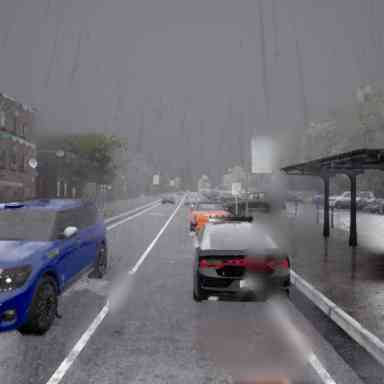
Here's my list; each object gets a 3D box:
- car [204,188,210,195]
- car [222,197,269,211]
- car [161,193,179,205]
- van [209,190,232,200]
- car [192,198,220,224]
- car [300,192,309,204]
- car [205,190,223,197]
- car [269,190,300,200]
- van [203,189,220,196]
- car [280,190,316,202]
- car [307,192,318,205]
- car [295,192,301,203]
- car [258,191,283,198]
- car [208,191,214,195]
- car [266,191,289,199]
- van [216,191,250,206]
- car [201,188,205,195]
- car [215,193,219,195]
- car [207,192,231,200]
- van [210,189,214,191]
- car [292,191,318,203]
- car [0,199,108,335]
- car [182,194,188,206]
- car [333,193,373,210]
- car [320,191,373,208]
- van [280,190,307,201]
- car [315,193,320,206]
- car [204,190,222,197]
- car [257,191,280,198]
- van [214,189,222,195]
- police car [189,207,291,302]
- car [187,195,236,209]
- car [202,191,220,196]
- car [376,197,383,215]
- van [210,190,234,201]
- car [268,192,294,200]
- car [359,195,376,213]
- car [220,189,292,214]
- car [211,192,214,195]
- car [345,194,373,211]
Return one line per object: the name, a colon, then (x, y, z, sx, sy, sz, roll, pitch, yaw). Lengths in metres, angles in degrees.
car: (5.544, 0.678, 60.889, 5.566, 2.045, 2.435, 0, 1, 0)
car: (5.660, 1.271, 35.658, 4.674, 1.452, 2.002, 0, 1, 0)
car: (-3.444, 1.133, 48.919, 2.033, 1.411, 5.357, 0, 1, 0)
van: (5.670, 0.609, 66.497, 4.442, 1.987, 1.878, 0, 1, 0)
car: (0.927, 1.302, 24.526, 1.801, 1.575, 5.366, 0, 1, 0)
car: (18.881, 1.114, 47.621, 5.366, 1.575, 1.946, 0, 1, 0)
car: (5.466, 0.425, 83.315, 4.553, 1.767, 2.185, 0, 1, 0)
car: (18.660, 0.575, 67.048, 5.566, 2.045, 2.435, 0, 1, 0)
van: (5.352, 0.183, 91.722, 4.442, 1.987, 1.878, 0, 1, 0)
car: (18.688, 0.715, 58.722, 5.566, 2.045, 2.435, 0, 1, 0)
car: (18.701, 1.147, 44.843, 5.008, 1.535, 2.097, 0, 1, 0)
car: (18.658, 1.117, 50.392, 4.792, 1.488, 2.163, 0, 1, 0)
car: (18.409, 0.636, 78.153, 5.366, 1.575, 1.946, 0, 1, 0)
car: (5.598, 1.018, 55.286, 4.892, 1.521, 2.231, 0, 1, 0)
car: (18.644, 0.607, 72.602, 4.553, 1.767, 2.185, 0, 1, 0)
van: (5.736, 0.898, 46.870, 4.442, 1.987, 1.878, 0, 1, 0)
car: (5.488, 0.394, 77.707, 5.566, 2.045, 2.435, 0, 1, 0)
car: (5.633, 1.181, 41.264, 5.008, 1.535, 2.097, 0, 1, 0)
car: (5.538, 0.788, 69.303, 4.892, 1.521, 2.231, 0, 1, 0)
van: (5.699, 0.750, 58.090, 4.442, 1.987, 1.878, 0, 1, 0)
car: (18.707, 1.078, 53.176, 4.792, 1.488, 2.163, 0, 1, 0)
car: (-3.364, 1.204, 7.016, 2.150, 2.045, 5.566, 0, 0, 0)
car: (-0.057, 1.213, 46.852, 1.895, 1.301, 4.718, 0, 1, 1)
car: (18.739, 1.225, 36.516, 5.008, 1.535, 2.097, 0, 1, 0)
car: (18.696, 0.948, 39.289, 5.566, 2.045, 2.435, 0, 1, 0)
van: (18.767, 0.694, 61.499, 4.442, 1.987, 1.878, 0, 1, 0)
car: (18.709, 1.176, 42.066, 4.892, 1.521, 2.231, 0, 1, 0)
car: (5.456, 0.378, 86.118, 4.553, 1.767, 2.185, 0, 1, 0)
car: (18.591, 0.594, 80.930, 4.892, 1.521, 2.231, 0, 1, 0)
van: (5.512, 0.929, 44.068, 4.442, 1.987, 1.878, 0, 1, 0)
police car: (0.959, 1.400, 8.428, 1.930, 1.638, 5.238, 0, 0, 0)
car: (0.938, 1.254, 18.297, 2.097, 1.767, 4.553, 0, 1, 0)
car: (5.454, 0.362, 94.529, 5.008, 1.535, 2.097, 0, 1, 0)
car: (18.791, 1.329, 28.190, 4.792, 1.488, 2.163, 0, 1, 0)
van: (5.680, 0.656, 63.694, 4.442, 1.987, 1.878, 0, 1, 0)
car: (18.594, 0.809, 69.828, 4.792, 1.488, 2.163, 0, 1, 0)
car: (18.759, 1.276, 30.964, 4.892, 1.521, 2.231, 0, 1, 0)
car: (5.648, 1.031, 30.048, 5.566, 2.045, 2.435, 0, 1, 0)
car: (5.639, 1.123, 49.675, 4.792, 1.488, 2.163, 0, 1, 0)
car: (18.749, 1.250, 33.740, 5.008, 1.535, 2.097, 0, 1, 0)
